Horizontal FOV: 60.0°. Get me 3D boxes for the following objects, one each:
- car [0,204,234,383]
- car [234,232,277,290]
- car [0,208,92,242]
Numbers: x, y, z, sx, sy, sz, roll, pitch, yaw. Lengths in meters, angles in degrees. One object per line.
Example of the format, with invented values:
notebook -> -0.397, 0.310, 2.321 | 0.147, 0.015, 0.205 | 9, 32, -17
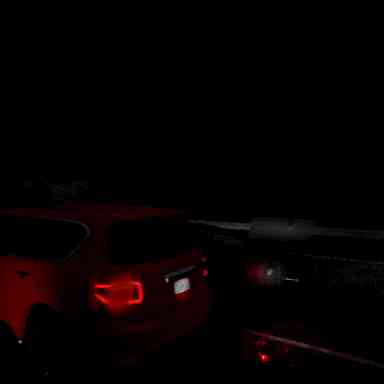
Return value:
car -> -2.345, 1.215, 5.474 | 5.566, 2.045, 2.150 | 0, 0, 34
car -> -0.261, 1.514, 8.260 | 4.674, 1.442, 1.812 | 0, 0, 34
car -> -7.471, 1.583, 16.938 | 4.718, 1.301, 1.895 | 0, 0, 31
